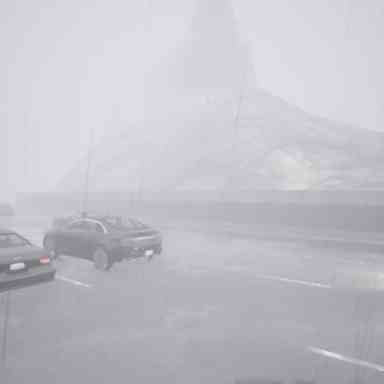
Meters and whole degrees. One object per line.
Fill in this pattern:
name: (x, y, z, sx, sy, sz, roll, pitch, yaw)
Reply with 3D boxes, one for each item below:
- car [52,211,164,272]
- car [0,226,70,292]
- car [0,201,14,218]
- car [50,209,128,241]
car: (-3.109, 1.531, 11.040, 4.902, 1.511, 2.128, 0, 0, 39)
car: (-5.514, 1.579, 8.435, 5.357, 1.411, 2.033, 0, 0, 40)
car: (-17.871, 1.603, 30.697, 2.128, 1.511, 4.902, 0, 0, -40)
car: (-5.645, 1.664, 17.852, 4.718, 1.301, 1.895, 0, 0, 42)
